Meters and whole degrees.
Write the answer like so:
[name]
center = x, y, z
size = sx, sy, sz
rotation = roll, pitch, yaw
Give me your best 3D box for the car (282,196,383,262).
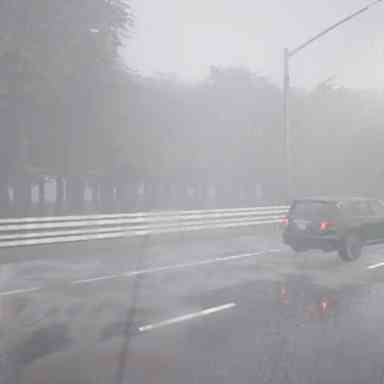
[car]
center = 5.700, 1.166, 12.149
size = 5.566, 2.045, 2.150
rotation = -1, 0, -35
